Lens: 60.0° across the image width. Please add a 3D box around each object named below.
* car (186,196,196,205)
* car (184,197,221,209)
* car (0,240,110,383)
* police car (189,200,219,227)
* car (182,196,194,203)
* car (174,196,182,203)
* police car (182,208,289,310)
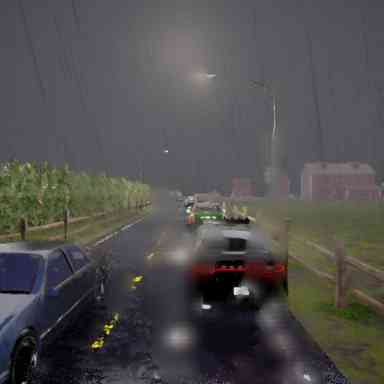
[{"bbox_3d":[-0.168,1.546,62.723,1.882,1.535,5.008,0,0,0],"label":"car"},{"bbox_3d":[0.776,1.353,17.907,2.097,1.767,4.553,0,0,0],"label":"car"},{"bbox_3d":[-2.764,1.548,5.386,2.033,1.411,5.357,0,0,0],"label":"car"},{"bbox_3d":[0.760,1.428,24.047,1.930,1.638,5.238,0,0,0],"label":"police car"},{"bbox_3d":[-0.092,1.630,46.702,1.895,1.301,4.718,0,0,0],"label":"car"},{"bbox_3d":[-2.954,1.655,75.598,2.033,1.411,5.357,0,0,0],"label":"car"},{"bbox_3d":[0.803,1.426,8.047,1.930,1.638,5.238,0,0,0],"label":"police car"}]
